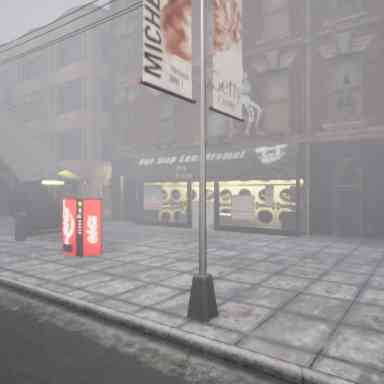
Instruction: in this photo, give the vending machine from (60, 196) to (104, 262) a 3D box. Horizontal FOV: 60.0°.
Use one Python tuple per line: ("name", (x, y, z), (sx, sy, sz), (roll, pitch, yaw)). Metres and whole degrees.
("vending machine", (-3.740, 1.195, 11.324), (0.880, 2.100, 1.100), (0, 0, 36))
